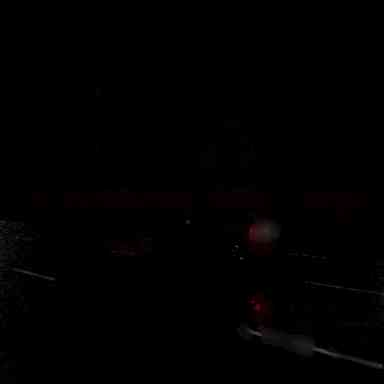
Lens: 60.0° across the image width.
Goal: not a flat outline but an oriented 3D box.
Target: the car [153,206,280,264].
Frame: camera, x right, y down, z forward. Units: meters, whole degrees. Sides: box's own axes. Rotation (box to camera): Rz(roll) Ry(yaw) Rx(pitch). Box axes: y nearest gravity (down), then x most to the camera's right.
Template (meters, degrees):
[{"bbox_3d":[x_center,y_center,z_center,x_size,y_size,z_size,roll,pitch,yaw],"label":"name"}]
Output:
[{"bbox_3d":[0.725,1.353,12.072,4.553,1.767,2.097,0,0,36],"label":"car"}]
